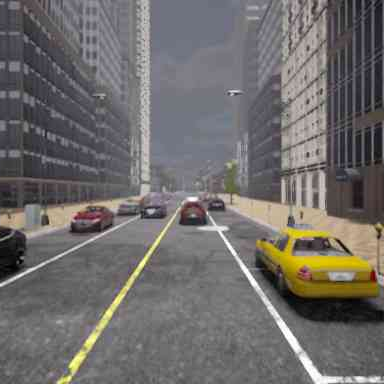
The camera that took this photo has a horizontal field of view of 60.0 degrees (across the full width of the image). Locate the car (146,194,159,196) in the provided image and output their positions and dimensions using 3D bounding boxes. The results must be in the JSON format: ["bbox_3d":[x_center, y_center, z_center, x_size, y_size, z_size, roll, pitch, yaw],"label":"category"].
[{"bbox_3d":[-5.710,1.269,42.296,1.887,1.381,4.507,0,0,0],"label":"car"}]

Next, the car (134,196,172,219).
[{"bbox_3d":[-3.105,1.314,27.596,2.128,1.511,4.902,0,0,0],"label":"car"}]

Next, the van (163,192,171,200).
[{"bbox_3d":[-5.727,0.826,76.448,1.690,1.788,3.998,0,0,0],"label":"van"}]

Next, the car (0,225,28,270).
[{"bbox_3d":[-5.692,1.514,8.144,1.947,1.339,4.313,0,0,0],"label":"car"}]

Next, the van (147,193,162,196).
[{"bbox_3d":[-5.712,1.026,47.988,1.690,1.788,3.998,0,0,0],"label":"van"}]

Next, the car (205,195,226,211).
[{"bbox_3d":[2.673,1.328,36.596,1.947,1.339,4.313,0,0,0],"label":"car"}]

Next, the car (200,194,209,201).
[{"bbox_3d":[2.655,1.108,70.747,1.802,1.307,4.206,0,0,0],"label":"car"}]

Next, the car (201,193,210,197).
[{"bbox_3d":[2.662,1.047,59.362,1.967,1.590,4.097,0,0,0],"label":"car"}]

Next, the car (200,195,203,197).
[{"bbox_3d":[0.077,1.329,41.703,1.895,1.301,4.718,0,0,0],"label":"car"}]

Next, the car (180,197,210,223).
[{"bbox_3d":[0.088,1.371,24.140,1.812,1.442,4.674,0,0,0],"label":"car"}]

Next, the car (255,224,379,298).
[{"bbox_3d":[2.688,1.473,8.305,1.752,1.417,4.829,0,0,0],"label":"car"}]

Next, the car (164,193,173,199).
[{"bbox_3d":[-5.731,1.010,82.142,1.947,1.339,4.313,0,0,0],"label":"car"}]

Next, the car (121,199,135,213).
[{"bbox_3d":[-5.704,1.351,30.912,2.008,1.369,4.403,0,0,0],"label":"car"}]

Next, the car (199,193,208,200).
[{"bbox_3d":[2.652,1.009,76.609,1.752,1.417,4.829,0,0,0],"label":"car"}]

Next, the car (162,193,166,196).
[{"bbox_3d":[-5.716,1.228,53.681,1.802,1.307,4.206,0,0,0],"label":"car"}]

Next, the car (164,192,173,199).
[{"bbox_3d":[-5.725,0.966,70.756,1.967,1.590,4.097,0,0,0],"label":"car"}]

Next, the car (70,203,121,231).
[{"bbox_3d":[-5.698,1.457,19.527,1.802,1.307,4.206,0,0,0],"label":"car"}]
